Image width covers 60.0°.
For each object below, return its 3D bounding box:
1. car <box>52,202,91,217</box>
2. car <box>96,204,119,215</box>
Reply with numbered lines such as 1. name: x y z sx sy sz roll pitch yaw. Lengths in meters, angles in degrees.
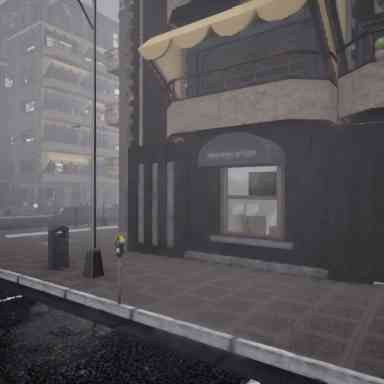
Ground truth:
1. car: -12.752 1.821 35.326 1.967 1.590 4.097 -1 -1 35
2. car: -9.465 2.063 39.947 1.802 1.307 4.206 -1 -1 35
